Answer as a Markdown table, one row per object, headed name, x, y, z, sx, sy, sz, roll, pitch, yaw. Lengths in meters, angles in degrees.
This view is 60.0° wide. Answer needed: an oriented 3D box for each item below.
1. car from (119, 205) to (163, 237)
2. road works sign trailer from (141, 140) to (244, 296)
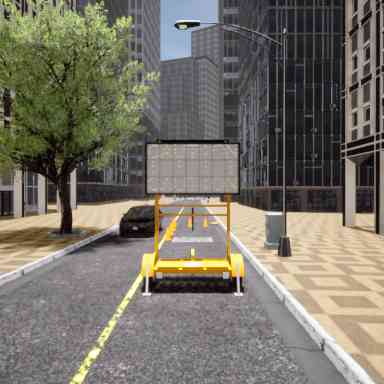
| name | x | y | z | sx | sy | sz | roll | pitch | yaw |
| --- | --- | --- | --- | --- | --- | --- | --- | --- | --- |
| car | -2.712 | 1.479 | 18.435 | 1.882 | 1.535 | 5.008 | 0 | 0 | 0 |
| road works sign trailer | 0.018 | 0.464 | 8.620 | 2.380 | 3.560 | 2.880 | 0 | 0 | 0 |
